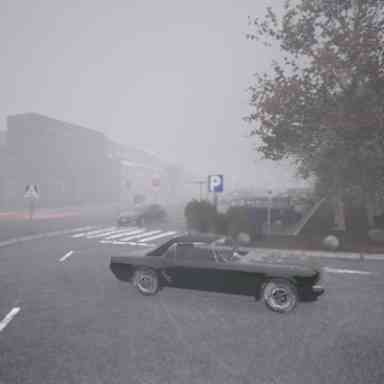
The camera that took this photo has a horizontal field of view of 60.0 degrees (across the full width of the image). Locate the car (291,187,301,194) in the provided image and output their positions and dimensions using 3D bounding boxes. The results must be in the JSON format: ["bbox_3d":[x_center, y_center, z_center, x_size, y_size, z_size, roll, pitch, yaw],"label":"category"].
[{"bbox_3d":[26.717,-0.422,85.164,1.812,1.442,4.674,0,2,24],"label":"car"}]

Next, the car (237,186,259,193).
[{"bbox_3d":[9.979,0.061,66.985,5.566,2.045,2.435,0,2,24],"label":"car"}]

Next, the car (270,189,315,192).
[{"bbox_3d":[11.217,0.886,37.097,4.553,1.767,2.185,0,2,24],"label":"car"}]

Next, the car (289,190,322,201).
[{"bbox_3d":[17.851,0.547,52.369,4.792,1.488,2.163,0,2,24],"label":"car"}]

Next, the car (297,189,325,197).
[{"bbox_3d":[22.341,0.189,62.517,4.892,1.521,2.231,0,2,24],"label":"car"}]

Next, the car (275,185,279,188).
[{"bbox_3d":[20.148,-0.472,90.077,4.892,1.521,2.231,0,2,24],"label":"car"}]

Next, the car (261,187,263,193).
[{"bbox_3d":[12.264,0.186,72.112,4.674,1.452,2.002,0,2,24],"label":"car"}]

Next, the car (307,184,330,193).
[{"bbox_3d":[33.503,-0.943,87.913,5.566,2.045,2.435,0,2,24],"label":"car"}]

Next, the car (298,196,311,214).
[{"bbox_3d":[6.563,1.346,27.027,5.366,1.575,1.946,0,2,24],"label":"car"}]

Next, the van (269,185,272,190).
[{"bbox_3d":[16.867,-0.419,82.326,4.442,1.987,1.878,0,2,24],"label":"van"}]

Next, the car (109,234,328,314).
[{"bbox_3d":[0.570,1.671,7.617,4.718,1.301,1.895,-1,-2,23],"label":"car"}]

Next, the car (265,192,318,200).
[{"bbox_3d":[10.081,1.095,34.569,5.008,1.535,2.097,0,2,24],"label":"car"}]

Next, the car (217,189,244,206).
[{"bbox_3d":[4.862,0.844,43.650,2.097,1.767,4.553,0,2,24],"label":"car"}]

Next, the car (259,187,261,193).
[{"bbox_3d":[10.966,0.227,69.621,5.366,1.575,1.946,0,2,24],"label":"car"}]

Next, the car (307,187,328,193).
[{"bbox_3d":[31.281,-0.466,82.840,4.792,1.488,2.163,0,2,24],"label":"car"}]

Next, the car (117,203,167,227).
[{"bbox_3d":[-3.571,1.627,24.457,1.837,1.490,4.892,0,1,24],"label":"car"}]

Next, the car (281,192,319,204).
[{"bbox_3d":[14.532,0.804,44.738,4.674,1.452,2.002,0,2,24],"label":"car"}]

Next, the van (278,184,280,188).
[{"bbox_3d":[21.372,-0.798,92.595,4.442,1.987,1.878,0,2,24],"label":"van"}]

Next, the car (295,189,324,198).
[{"bbox_3d":[21.248,0.300,59.968,4.792,1.488,2.163,0,2,24],"label":"car"}]

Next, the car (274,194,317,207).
[{"bbox_3d":[12.304,0.969,39.655,4.674,1.452,2.002,0,2,24],"label":"car"}]

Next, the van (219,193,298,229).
[{"bbox_3d":[4.393,1.291,21.913,4.442,1.987,1.878,0,2,24],"label":"van"}]

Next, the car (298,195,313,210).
[{"bbox_3d":[7.875,1.292,29.481,4.792,1.488,2.163,0,2,24],"label":"car"}]

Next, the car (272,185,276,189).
[{"bbox_3d":[19.016,-0.335,87.516,4.674,1.452,2.002,0,2,24],"label":"car"}]

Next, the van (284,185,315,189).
[{"bbox_3d":[15.751,0.455,47.224,4.442,1.987,1.878,0,2,24],"label":"van"}]

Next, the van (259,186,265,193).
[{"bbox_3d":[13.490,-0.164,74.626,4.442,1.987,1.878,0,2,24],"label":"van"}]

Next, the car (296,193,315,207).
[{"bbox_3d":[8.956,1.180,32.034,4.892,1.521,2.231,0,2,24],"label":"car"}]

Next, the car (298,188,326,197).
[{"bbox_3d":[23.455,0.106,65.058,5.008,1.535,2.097,0,2,24],"label":"car"}]

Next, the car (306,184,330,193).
[{"bbox_3d":[32.337,-0.844,85.394,5.566,2.045,2.435,0,2,24],"label":"car"}]

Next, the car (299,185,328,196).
[{"bbox_3d":[25.648,-0.309,70.147,5.566,2.045,2.435,0,2,24],"label":"car"}]

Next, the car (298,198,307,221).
[{"bbox_3d":[5.646,1.461,24.399,4.792,1.488,2.163,0,2,24],"label":"car"}]

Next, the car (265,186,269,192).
[{"bbox_3d":[14.508,-0.020,77.246,5.008,1.535,2.097,0,2,24],"label":"car"}]

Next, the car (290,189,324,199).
[{"bbox_3d":[19.937,0.351,57.513,5.366,1.575,1.946,0,2,24],"label":"car"}]
